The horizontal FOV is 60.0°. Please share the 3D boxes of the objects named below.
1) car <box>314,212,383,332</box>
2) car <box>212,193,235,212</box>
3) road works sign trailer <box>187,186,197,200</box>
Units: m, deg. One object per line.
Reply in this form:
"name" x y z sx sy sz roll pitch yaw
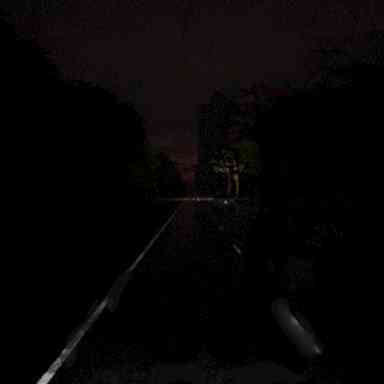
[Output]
"car" 3.599 1.210 4.524 2.150 2.045 5.566 0 0 0
"car" 3.592 1.133 38.151 2.150 2.045 5.566 0 0 0
"road works sign trailer" -0.020 0.342 84.625 2.380 3.560 2.880 0 0 0
